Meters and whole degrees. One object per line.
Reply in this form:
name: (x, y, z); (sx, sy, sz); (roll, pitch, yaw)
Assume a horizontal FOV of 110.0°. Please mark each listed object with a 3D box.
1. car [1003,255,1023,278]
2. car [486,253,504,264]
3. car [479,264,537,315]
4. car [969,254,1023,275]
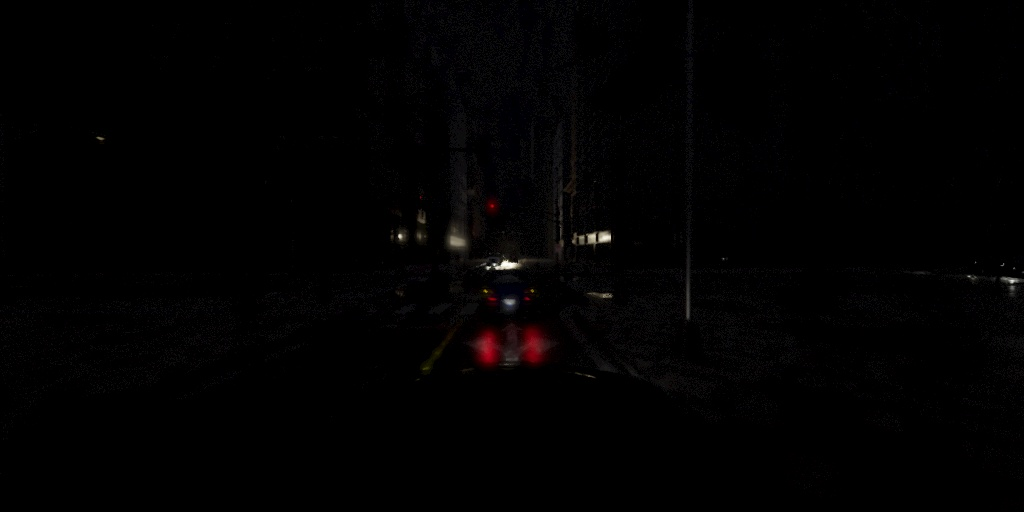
car: (37.398, 0.827, 24.545); (4.674, 1.442, 1.812); (0, 1, 1)
car: (-2.840, 0.505, 57.141); (2.150, 2.045, 5.566); (0, 1, 1)
car: (-0.209, 1.178, 12.993); (1.812, 1.442, 4.674); (0, 1, -4)
car: (38.704, 0.608, 27.776); (4.553, 1.767, 2.097); (0, 1, 1)
